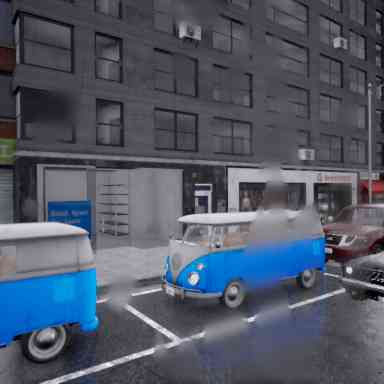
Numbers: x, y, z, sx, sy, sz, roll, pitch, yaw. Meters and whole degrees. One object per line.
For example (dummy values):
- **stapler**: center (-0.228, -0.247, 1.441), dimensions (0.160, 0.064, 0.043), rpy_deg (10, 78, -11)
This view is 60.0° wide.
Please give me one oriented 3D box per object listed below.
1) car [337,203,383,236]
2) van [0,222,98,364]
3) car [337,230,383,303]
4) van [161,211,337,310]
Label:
- **car**: center (5.830, 1.311, 10.740), dimensions (5.009, 1.841, 2.192), rpy_deg (0, -1, -36)
- **van**: center (-3.247, 1.341, 4.228), dimensions (3.998, 1.788, 1.690), rpy_deg (0, -1, -36)
- **car**: center (5.213, 1.598, 7.122), dimensions (4.718, 1.301, 1.895), rpy_deg (0, 0, -36)
- **van**: center (1.292, 1.340, 7.484), dimensions (3.998, 1.788, 1.690), rpy_deg (0, -1, -36)
